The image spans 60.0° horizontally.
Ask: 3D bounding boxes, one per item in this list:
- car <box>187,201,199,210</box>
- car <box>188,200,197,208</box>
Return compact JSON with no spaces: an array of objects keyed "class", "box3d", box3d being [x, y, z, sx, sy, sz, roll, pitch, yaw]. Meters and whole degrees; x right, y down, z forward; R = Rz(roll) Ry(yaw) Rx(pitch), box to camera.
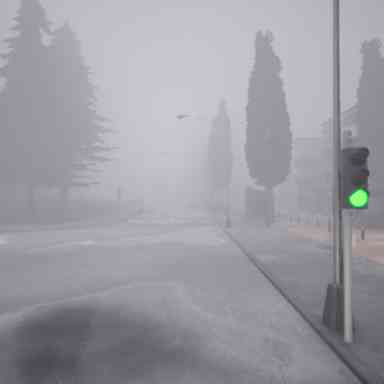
[{"class":"car","box3d":[0.109,2.277,56.290,1.994,1.385,4.181,0,-1,-1]},{"class":"car","box3d":[0.038,2.568,71.092,1.882,1.535,5.008,0,-1,0]}]
